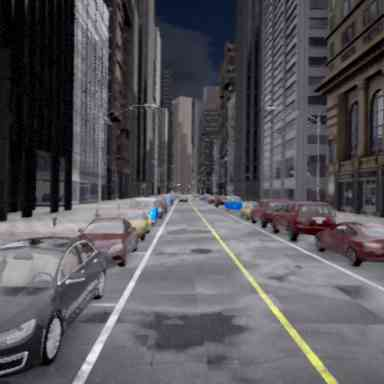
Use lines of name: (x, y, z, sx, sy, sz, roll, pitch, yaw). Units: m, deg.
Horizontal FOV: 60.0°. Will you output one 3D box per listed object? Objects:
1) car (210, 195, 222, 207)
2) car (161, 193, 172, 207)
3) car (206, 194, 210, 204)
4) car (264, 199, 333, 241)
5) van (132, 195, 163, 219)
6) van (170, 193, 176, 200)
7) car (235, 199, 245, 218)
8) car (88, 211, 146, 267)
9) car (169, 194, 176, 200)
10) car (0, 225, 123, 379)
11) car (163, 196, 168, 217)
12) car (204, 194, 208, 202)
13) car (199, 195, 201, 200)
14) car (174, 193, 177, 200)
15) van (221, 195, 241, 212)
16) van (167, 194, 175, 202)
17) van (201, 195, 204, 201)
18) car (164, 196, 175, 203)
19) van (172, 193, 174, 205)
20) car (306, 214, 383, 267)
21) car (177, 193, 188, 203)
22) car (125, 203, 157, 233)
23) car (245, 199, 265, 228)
car: (4.510, 1.387, 50.744, 2.192, 1.841, 5.009, 1, 0, -2)
car: (-3.491, 1.266, 33.651, 2.192, 1.841, 5.009, 1, 0, -2)
car: (4.161, 1.615, 61.957, 1.887, 1.381, 4.507, 1, 0, -2)
car: (5.547, 1.396, 17.105, 2.192, 1.841, 5.009, 1, 0, -2)
van: (-3.146, 1.295, 22.437, 1.690, 1.788, 3.998, 1, 0, -2)
van: (-5.392, 1.285, 95.327, 1.690, 1.788, 3.998, 1, 0, -2)
car: (5.193, 1.602, 28.489, 1.752, 1.417, 4.829, 1, 0, -2)
car: (-2.805, 1.540, 11.224, 1.802, 1.307, 4.206, 1, 0, -2)
car: (-5.221, 1.384, 89.720, 1.967, 1.590, 4.097, 1, 0, -2)
car: (-2.631, 1.511, 5.617, 2.008, 1.369, 4.403, 1, 0, -2)
car: (-3.321, 1.392, 28.044, 1.967, 1.590, 4.097, 1, 0, -2)
car: (3.990, 1.510, 67.564, 1.967, 1.590, 4.097, 1, 0, -2)
car: (3.470, 1.614, 84.383, 1.887, 1.381, 4.507, 1, 0, -2)
car: (-4.182, 1.261, 56.078, 2.192, 1.841, 5.009, 1, 0, -2)
van: (4.855, 1.415, 39.531, 1.690, 1.788, 3.998, 1, 0, -2)
van: (-4.874, 1.286, 78.506, 1.690, 1.788, 3.998, 1, 0, -2)
van: (3.646, 1.410, 78.777, 1.690, 1.788, 3.998, 1, 0, -2)
car: (-4.532, 1.496, 67.292, 2.008, 1.369, 4.403, 1, 0, -2)
van: (-4.010, 1.288, 50.472, 1.690, 1.788, 3.998, 1, 0, -2)
car: (5.715, 1.665, 11.499, 1.802, 1.307, 4.206, 1, 0, -2)
car: (-1.776, 1.471, 67.584, 1.882, 1.535, 5.008, 1, 0, -2)
car: (-2.971, 1.481, 16.661, 1.752, 1.417, 4.829, 1, 0, -2)
car: (5.374, 1.394, 22.712, 2.192, 1.841, 5.009, 1, 0, -2)
